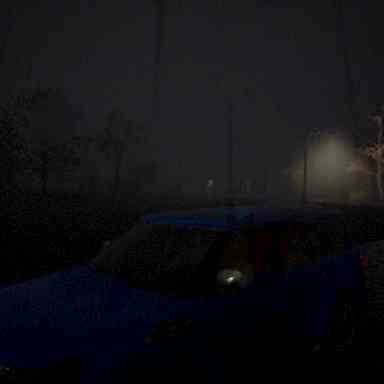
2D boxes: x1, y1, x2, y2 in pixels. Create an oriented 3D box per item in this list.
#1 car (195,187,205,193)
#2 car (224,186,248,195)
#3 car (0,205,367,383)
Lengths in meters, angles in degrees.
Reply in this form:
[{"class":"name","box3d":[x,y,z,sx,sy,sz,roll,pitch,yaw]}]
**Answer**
[{"class":"car","box3d":[2.776,-0.547,79.333,1.882,1.535,5.008,1,2,-40]},{"class":"car","box3d":[9.480,-0.342,71.384,2.150,2.045,5.566,1,2,-40]},{"class":"car","box3d":[0.207,1.231,4.216,5.566,2.045,2.150,0,0,-41]}]
